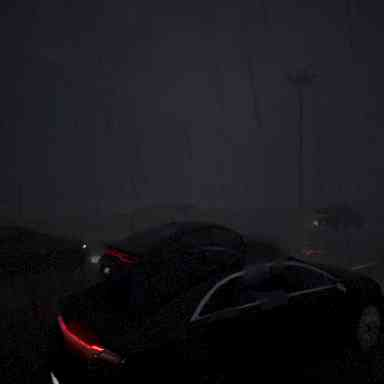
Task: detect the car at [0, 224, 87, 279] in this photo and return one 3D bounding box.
[{"bbox_3d":[-4.924,1.564,8.957,4.181,1.385,1.994,0,0,-36],"label":"car"}]

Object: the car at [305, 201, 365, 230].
[{"bbox_3d":[8.619,1.495,19.845,4.892,1.490,1.837,1,-1,-41],"label":"car"}]

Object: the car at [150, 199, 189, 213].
[{"bbox_3d":[-2.580,1.555,38.277,4.181,1.385,1.994,0,0,-43],"label":"car"}]

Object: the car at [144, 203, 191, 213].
[{"bbox_3d":[-1.138,1.558,25.532,4.181,1.385,1.994,0,0,-41],"label":"car"}]

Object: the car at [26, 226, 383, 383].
[{"bbox_3d":[0.725,1.490,4.429,4.902,1.511,2.128,0,0,-37],"label":"car"}]

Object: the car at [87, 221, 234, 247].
[{"bbox_3d":[0.206,1.475,8.405,5.008,1.535,1.882,0,0,-37],"label":"car"}]
